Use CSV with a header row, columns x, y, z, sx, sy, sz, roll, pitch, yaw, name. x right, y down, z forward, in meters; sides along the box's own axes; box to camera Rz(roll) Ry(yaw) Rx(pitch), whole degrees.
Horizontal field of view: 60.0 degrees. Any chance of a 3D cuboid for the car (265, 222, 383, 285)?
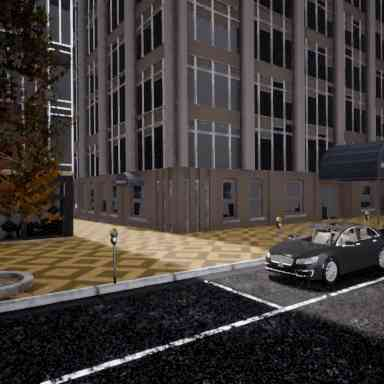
x,y,z,sx,sy,sz,roll,pitch,yaw,name
3.936,1.549,9.372,4.403,1.369,2.008,0,-1,-35,car
